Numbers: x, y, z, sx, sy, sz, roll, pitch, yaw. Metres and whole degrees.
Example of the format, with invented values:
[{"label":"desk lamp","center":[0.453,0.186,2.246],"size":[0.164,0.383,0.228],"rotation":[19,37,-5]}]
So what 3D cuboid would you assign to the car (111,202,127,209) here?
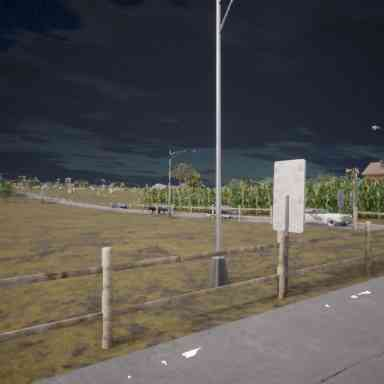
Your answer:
[{"label":"car","center":[-14.160,2.595,64.238],"size":[1.994,1.385,4.181],"rotation":[3,-1,-35]}]

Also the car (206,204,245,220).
[{"label":"car","center":[3.393,2.052,34.521],"size":[1.837,1.490,4.892],"rotation":[3,-2,-36]}]

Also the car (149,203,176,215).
[{"label":"car","center":[-4.080,2.276,45.033],"size":[1.882,1.535,5.008],"rotation":[3,-2,-36]}]

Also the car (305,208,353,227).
[{"label":"car","center":[9.787,1.918,25.613],"size":[1.895,1.301,4.718],"rotation":[3,-3,-37]}]
